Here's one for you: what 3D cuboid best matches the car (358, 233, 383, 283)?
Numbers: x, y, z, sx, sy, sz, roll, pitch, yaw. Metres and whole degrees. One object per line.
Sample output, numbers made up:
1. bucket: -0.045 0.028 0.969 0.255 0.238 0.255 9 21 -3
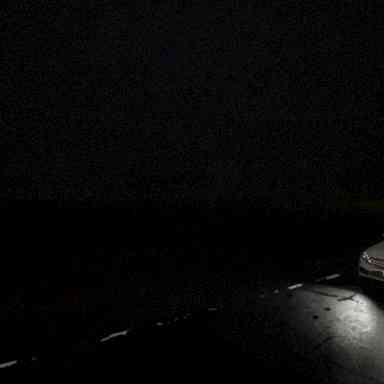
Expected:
1. car: 6.069 1.461 8.339 4.674 1.442 1.812 0 0 -36
